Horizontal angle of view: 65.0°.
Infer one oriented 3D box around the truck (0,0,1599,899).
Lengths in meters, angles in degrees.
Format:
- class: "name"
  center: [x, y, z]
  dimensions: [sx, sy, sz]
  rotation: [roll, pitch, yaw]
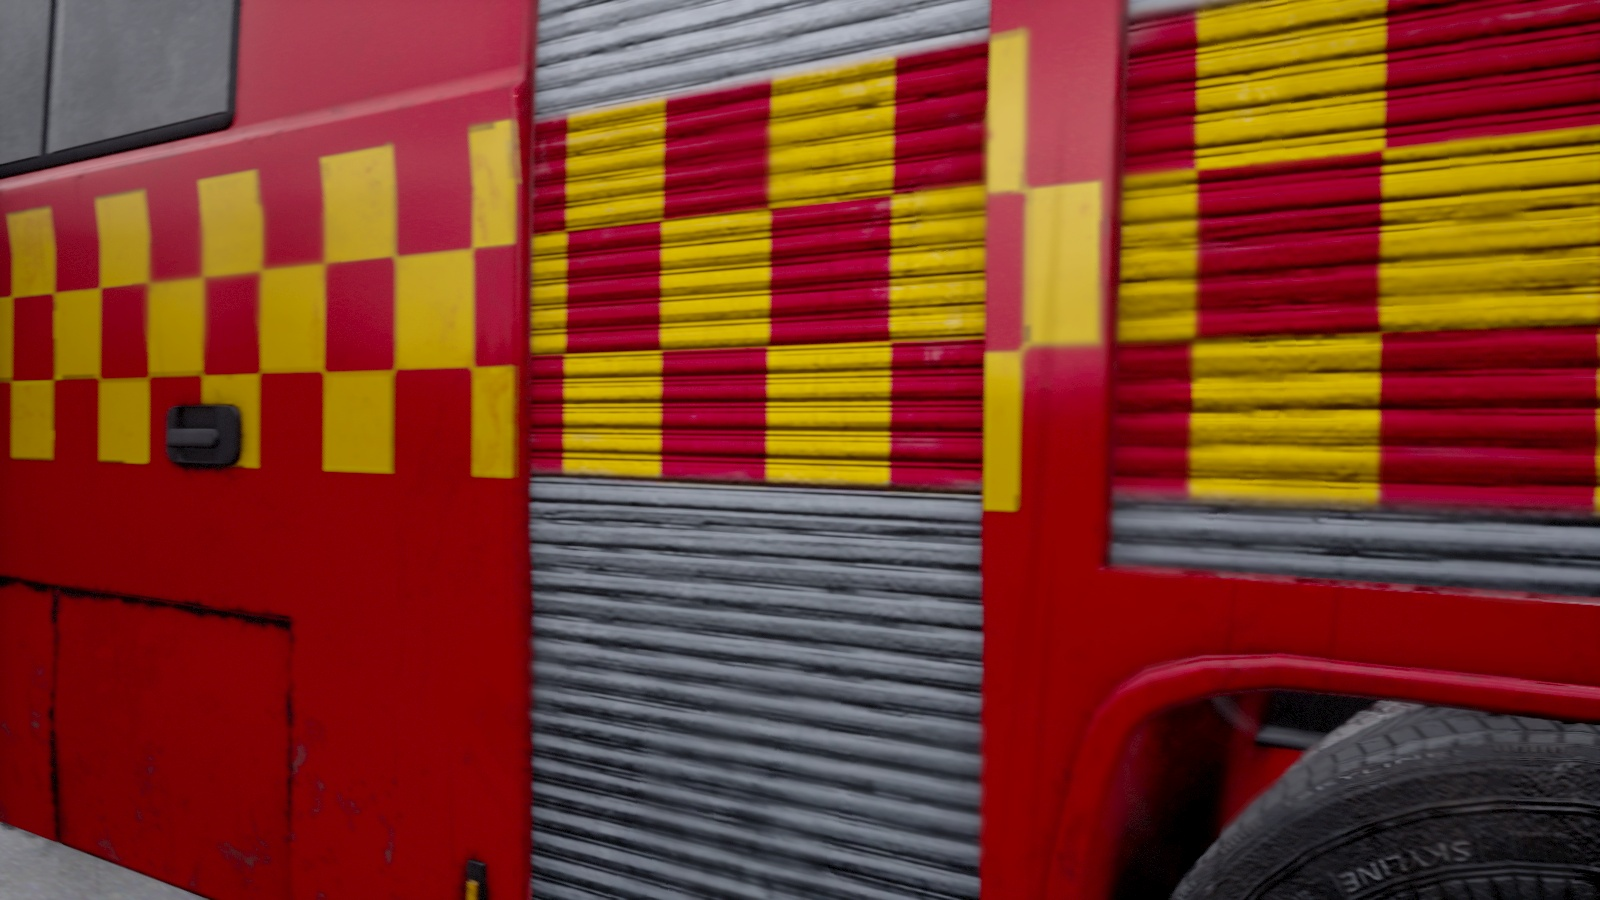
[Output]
- class: "truck"
  center: [-0.659, -0.482, 4.039]
  dimensions: [8.468, 3.827, 2.891]
  rotation: [0, 1, 34]
